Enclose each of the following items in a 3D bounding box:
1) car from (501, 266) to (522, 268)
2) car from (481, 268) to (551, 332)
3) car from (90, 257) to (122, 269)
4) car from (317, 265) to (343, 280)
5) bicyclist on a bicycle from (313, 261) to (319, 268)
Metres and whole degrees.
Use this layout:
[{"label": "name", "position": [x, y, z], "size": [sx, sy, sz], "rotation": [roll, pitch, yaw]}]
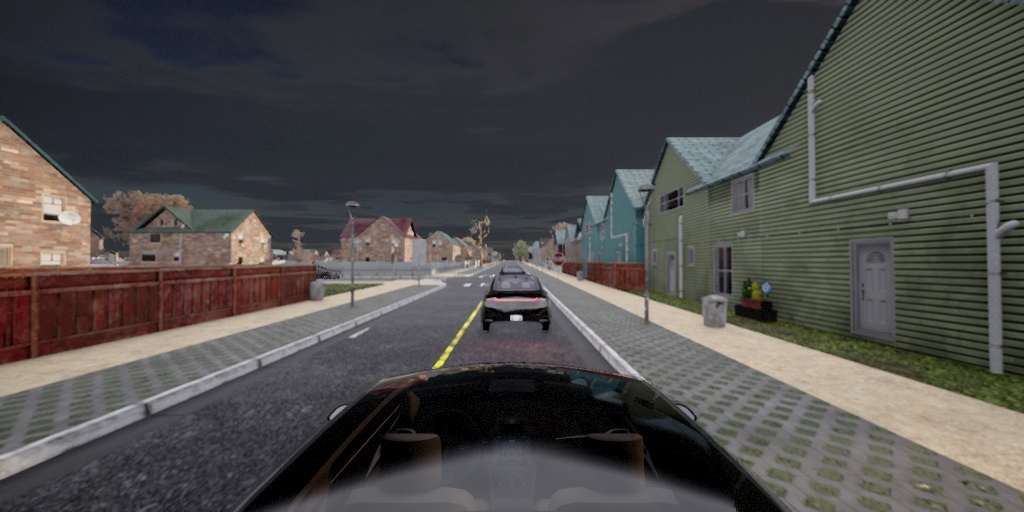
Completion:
[{"label": "car", "position": [-0.072, 1.366, 22.990], "size": [2.128, 1.511, 4.902], "rotation": [0, 0, -3]}, {"label": "car", "position": [0.117, 1.297, 11.115], "size": [2.128, 1.511, 4.902], "rotation": [0, 0, 0]}, {"label": "car", "position": [-36.191, 1.121, 30.714], "size": [5.566, 2.045, 2.150], "rotation": [0, -1, 0]}, {"label": "car", "position": [-17.052, 1.426, 30.794], "size": [4.674, 1.442, 1.812], "rotation": [0, -1, 0]}, {"label": "bicyclist on a bicycle", "position": [-20.138, 1.300, 36.640], "size": [0.582, 1.620, 1.656], "rotation": [0, -1, 0]}]
